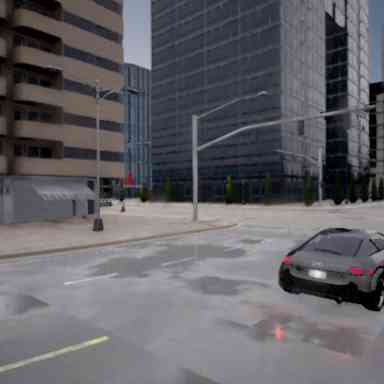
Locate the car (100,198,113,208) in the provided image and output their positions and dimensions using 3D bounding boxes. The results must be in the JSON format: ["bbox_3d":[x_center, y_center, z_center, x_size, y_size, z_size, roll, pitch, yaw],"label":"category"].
[{"bbox_3d":[-13.566,1.655,49.491,4.181,1.385,1.994,0,0,41],"label":"car"}]

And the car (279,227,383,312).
[{"bbox_3d":[3.798,1.534,7.826,1.994,1.385,4.181,0,0,44],"label":"car"}]
